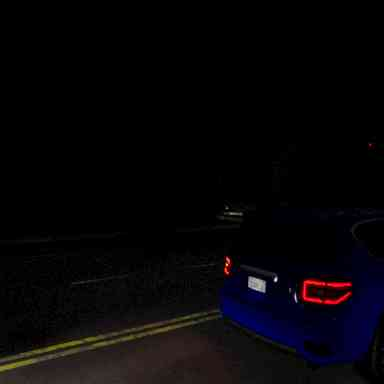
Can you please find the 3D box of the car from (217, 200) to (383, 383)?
[{"bbox_3d":[3.043,1.221,5.525,5.566,2.045,2.150,0,0,-33],"label":"car"}]

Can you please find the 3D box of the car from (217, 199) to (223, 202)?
[{"bbox_3d":[2.532,1.491,38.083,2.128,1.511,4.902,0,0,-31],"label":"car"}]

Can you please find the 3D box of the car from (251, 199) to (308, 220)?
[{"bbox_3d":[7.644,1.478,29.522,1.882,1.535,5.008,0,0,-31],"label":"car"}]
